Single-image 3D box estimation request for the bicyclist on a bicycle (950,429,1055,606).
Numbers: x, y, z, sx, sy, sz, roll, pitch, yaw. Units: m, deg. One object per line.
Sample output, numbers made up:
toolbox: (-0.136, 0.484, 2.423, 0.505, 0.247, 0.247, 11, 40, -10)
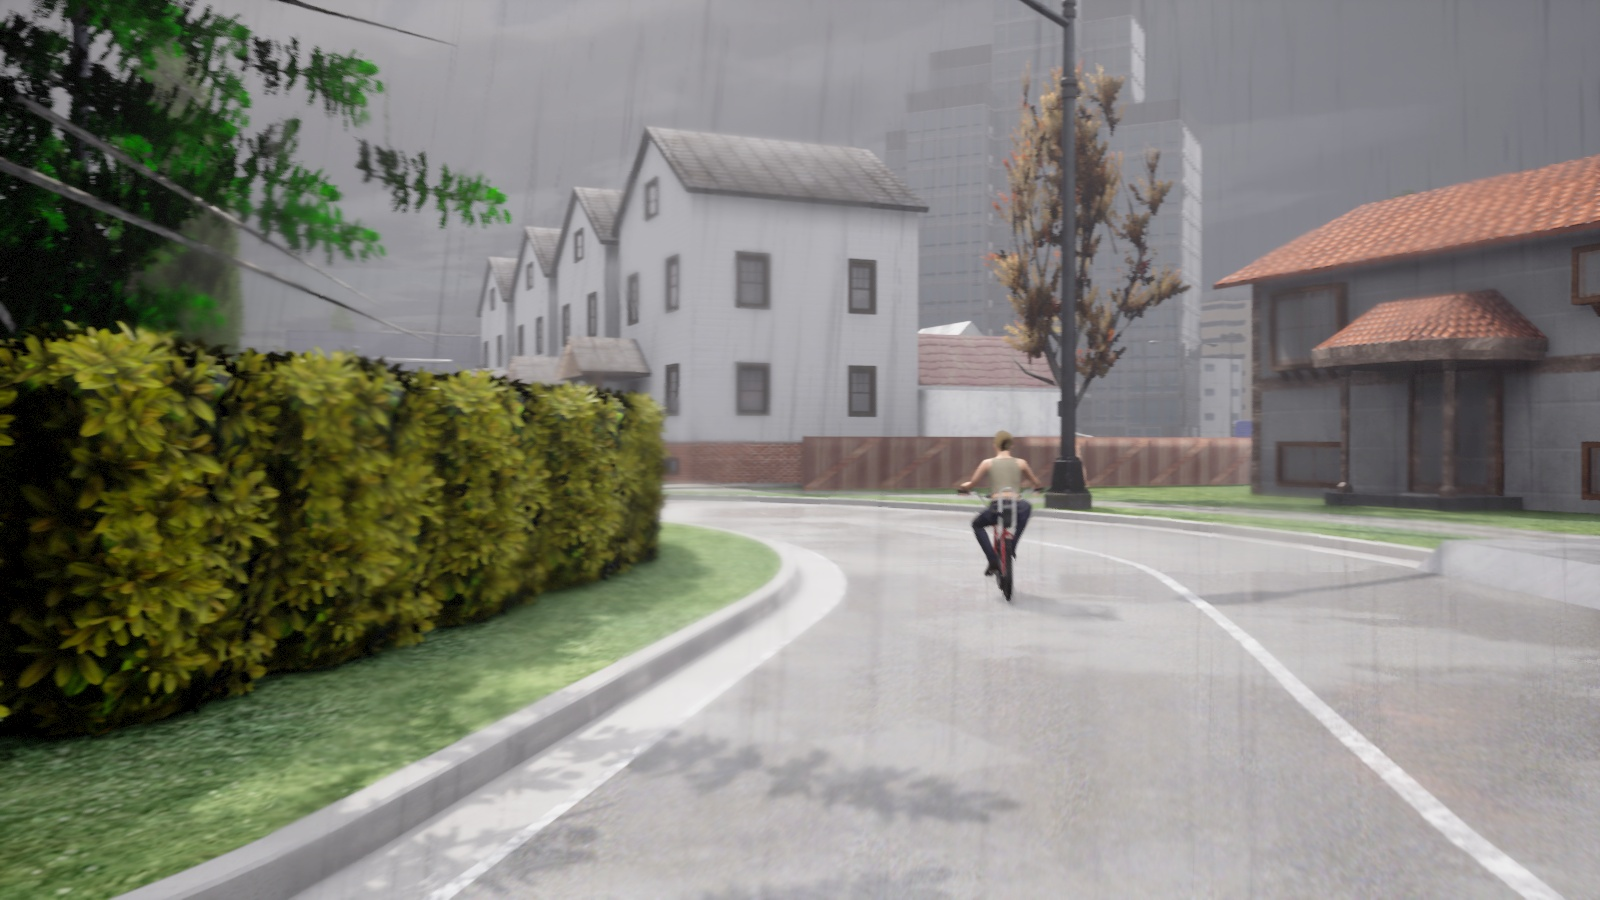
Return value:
bicyclist on a bicycle: (1.943, 0.618, 12.241, 0.866, 1.612, 1.509, -1, 0, 4)
